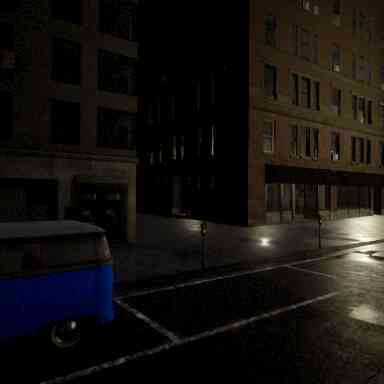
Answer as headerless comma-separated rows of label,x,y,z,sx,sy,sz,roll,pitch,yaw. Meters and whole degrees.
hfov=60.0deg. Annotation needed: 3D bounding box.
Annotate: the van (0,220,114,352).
van,-3.091,1.341,4.548,3.998,1.788,1.690,0,1,-36
